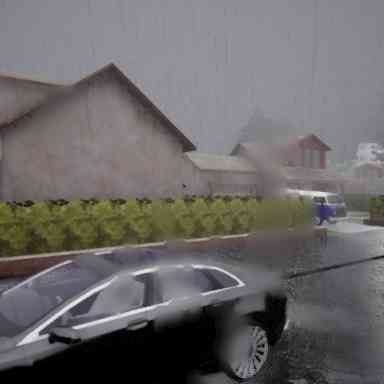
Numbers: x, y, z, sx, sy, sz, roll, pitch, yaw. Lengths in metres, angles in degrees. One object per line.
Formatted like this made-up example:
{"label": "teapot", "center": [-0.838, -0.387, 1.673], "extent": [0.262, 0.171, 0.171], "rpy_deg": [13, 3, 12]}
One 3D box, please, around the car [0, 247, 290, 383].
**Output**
{"label": "car", "center": [-0.974, 1.491, 3.906], "extent": [4.902, 1.511, 2.128], "rpy_deg": [0, 0, -34]}
